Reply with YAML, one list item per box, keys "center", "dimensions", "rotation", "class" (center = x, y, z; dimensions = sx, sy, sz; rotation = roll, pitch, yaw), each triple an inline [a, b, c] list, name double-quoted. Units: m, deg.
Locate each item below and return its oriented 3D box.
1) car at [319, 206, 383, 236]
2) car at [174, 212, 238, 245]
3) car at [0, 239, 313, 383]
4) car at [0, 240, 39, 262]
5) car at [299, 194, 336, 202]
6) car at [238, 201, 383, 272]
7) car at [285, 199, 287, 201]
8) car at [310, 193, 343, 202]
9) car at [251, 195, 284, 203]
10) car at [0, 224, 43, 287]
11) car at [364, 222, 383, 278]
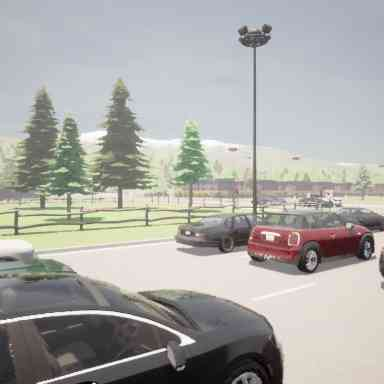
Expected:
- center: [9.414, 1.564, 19.030]
  dimensions: [4.181, 1.385, 1.994]
  rotation: [0, 0, -35]
  class: "car"
- center: [1.890, 1.547, 13.678]
  dimensions: [5.357, 1.411, 2.033]
  rotation: [0, 0, -35]
  class: "car"
- center: [-1.271, 1.506, 2.840]
  dimensions: [4.892, 1.490, 1.837]
  rotation: [0, 0, -35]
  class: "car"
- center: [-4.169, 1.601, 5.072]
  dimensions: [4.718, 1.301, 1.895]
  rotation: [0, 0, -35]
  class: "car"
- center: [17.687, 1.505, 48.011]
  dimensions: [1.837, 1.490, 4.892]
  rotation: [0, 0, -35]
  class: "car"
- center: [3.996, 1.352, 10.882]
  dimensions: [4.553, 1.767, 2.097]
  rotation: [0, 0, -35]
  class: "car"
- center: [14.580, 1.352, 58.561]
  dimensions: [2.097, 1.767, 4.553]
  rotation: [0, 0, -35]
  class: "car"
- center: [20.086, 1.221, 50.693]
  dimensions: [2.150, 2.045, 5.566]
  rotation: [0, 0, -35]
  class: "car"
- center: [12.287, 1.547, 55.723]
  dimensions: [2.033, 1.411, 5.357]
  rotation: [0, 0, -35]
  class: "car"
- center: [-6.268, 1.601, 7.877]
  dimensions: [4.718, 1.301, 1.895]
  rotation: [0, 0, -35]
  class: "car"
- center: [6.482, 1.526, 8.356]
  dimensions: [4.674, 1.442, 1.812]
  rotation: [0, 0, -35]
  class: "car"
